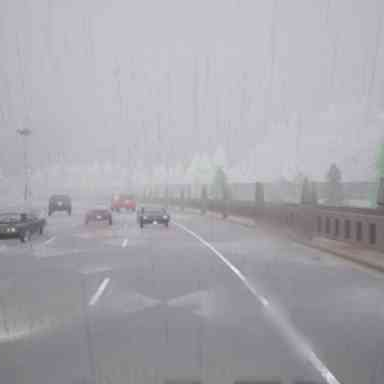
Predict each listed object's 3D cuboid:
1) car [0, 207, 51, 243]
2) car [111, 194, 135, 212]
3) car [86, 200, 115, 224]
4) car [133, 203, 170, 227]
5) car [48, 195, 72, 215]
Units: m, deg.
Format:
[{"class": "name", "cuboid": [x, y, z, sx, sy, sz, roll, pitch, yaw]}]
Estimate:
[{"class": "car", "cuboid": [-8.531, 1.642, 16.083, 1.895, 1.301, 4.718, 0, 0, -10]}, {"class": "car", "cuboid": [-8.258, 1.257, 39.708, 2.150, 2.045, 5.566, 0, 0, -22]}, {"class": "car", "cuboid": [-6.980, 1.559, 25.034, 1.812, 1.442, 4.674, 0, 0, -15]}, {"class": "car", "cuboid": [-2.774, 1.609, 22.705, 1.895, 1.301, 4.718, 0, 0, -13]}, {"class": "car", "cuboid": [-13.837, 1.300, 34.895, 2.150, 2.045, 5.566, 0, 0, -21]}]
